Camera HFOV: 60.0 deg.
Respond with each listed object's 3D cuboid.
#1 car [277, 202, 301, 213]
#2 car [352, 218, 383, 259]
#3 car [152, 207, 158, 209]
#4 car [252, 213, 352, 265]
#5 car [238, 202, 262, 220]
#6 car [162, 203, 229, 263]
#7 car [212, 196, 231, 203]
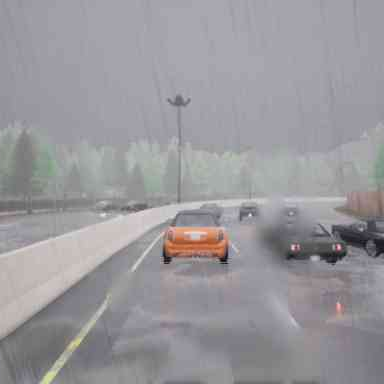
[{"bbox_3d":[8.892,1.669,30.562,1.812,1.442,4.674,0,0,11],"label":"car"},{"bbox_3d":[7.135,1.662,12.894,1.895,1.301,4.718,0,0,1],"label":"car"},{"bbox_3d":[-3.712,1.746,38.940,1.994,1.385,4.181,0,0,15],"label":"car"},{"bbox_3d":[3.622,1.657,11.939,1.895,1.301,4.718,0,0,1],"label":"car"},{"bbox_3d":[5.169,1.644,29.602,1.837,1.490,4.892,0,0,10],"label":"car"},{"bbox_3d":[0.138,1.411,12.327,2.097,1.767,4.553,0,0,1],"label":"car"},{"bbox_3d":[6.981,1.765,77.930,2.033,1.411,5.357,0,0,35],"label":"car"}]
